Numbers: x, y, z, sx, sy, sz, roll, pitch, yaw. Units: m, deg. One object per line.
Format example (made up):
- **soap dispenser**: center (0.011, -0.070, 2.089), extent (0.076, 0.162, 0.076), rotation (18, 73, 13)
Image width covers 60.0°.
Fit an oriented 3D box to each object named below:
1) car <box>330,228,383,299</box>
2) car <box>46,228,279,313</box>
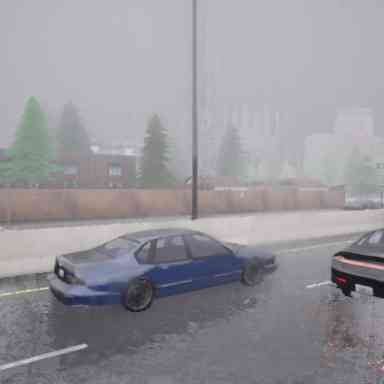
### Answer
- **car**: center (5.014, 1.500, 7.215), extent (4.902, 1.511, 2.128), rotation (0, 0, -35)
- **car**: center (-0.398, 1.566, 7.695), extent (5.357, 1.411, 2.033), rotation (0, 0, -35)
